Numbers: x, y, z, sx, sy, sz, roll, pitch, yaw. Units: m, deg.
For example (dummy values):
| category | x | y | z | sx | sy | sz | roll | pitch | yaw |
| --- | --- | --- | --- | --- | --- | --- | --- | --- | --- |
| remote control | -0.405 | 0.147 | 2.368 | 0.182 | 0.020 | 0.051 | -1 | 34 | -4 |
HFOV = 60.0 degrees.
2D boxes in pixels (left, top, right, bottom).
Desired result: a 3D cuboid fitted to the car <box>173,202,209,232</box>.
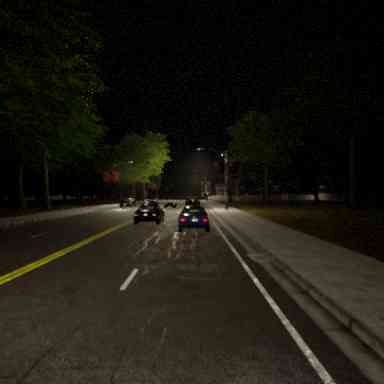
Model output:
| category | x | y | z | sx | sy | sz | roll | pitch | yaw |
| --- | --- | --- | --- | --- | --- | --- | --- | --- | --- |
| car | 0.109 | 1.592 | 20.648 | 2.033 | 1.411 | 5.357 | 0 | 0 | 0 |

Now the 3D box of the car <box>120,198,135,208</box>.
| category | x | y | z | sx | sy | sz | roll | pitch | yaw |
| --- | --- | --- | --- | --- | --- | --- | --- | --- | --- |
| car | -9.729 | 1.677 | 50.826 | 2.128 | 1.511 | 4.902 | 0 | 0 | 0 |

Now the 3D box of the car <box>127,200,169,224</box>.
| category | x | y | z | sx | sy | sz | roll | pitch | yaw |
| --- | --- | --- | --- | --- | --- | --- | --- | --- | --- |
| car | -3.139 | 1.607 | 24.971 | 2.033 | 1.411 | 5.357 | 0 | 0 | 0 |

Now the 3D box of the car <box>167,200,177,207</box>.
| category | x | y | z | sx | sy | sz | roll | pitch | yaw |
| --- | --- | --- | --- | --- | --- | --- | --- | --- | --- |
| car | -3.129 | 1.770 | 49.373 | 1.895 | 1.301 | 4.718 | 0 | 0 | 0 |

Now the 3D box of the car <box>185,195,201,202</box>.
| category | x | y | z | sx | sy | sz | roll | pitch | yaw |
| --- | --- | --- | --- | --- | --- | --- | --- | --- | --- |
| car | 0.121 | 1.389 | 49.209 | 2.150 | 2.045 | 5.566 | 0 | 0 | 0 |
